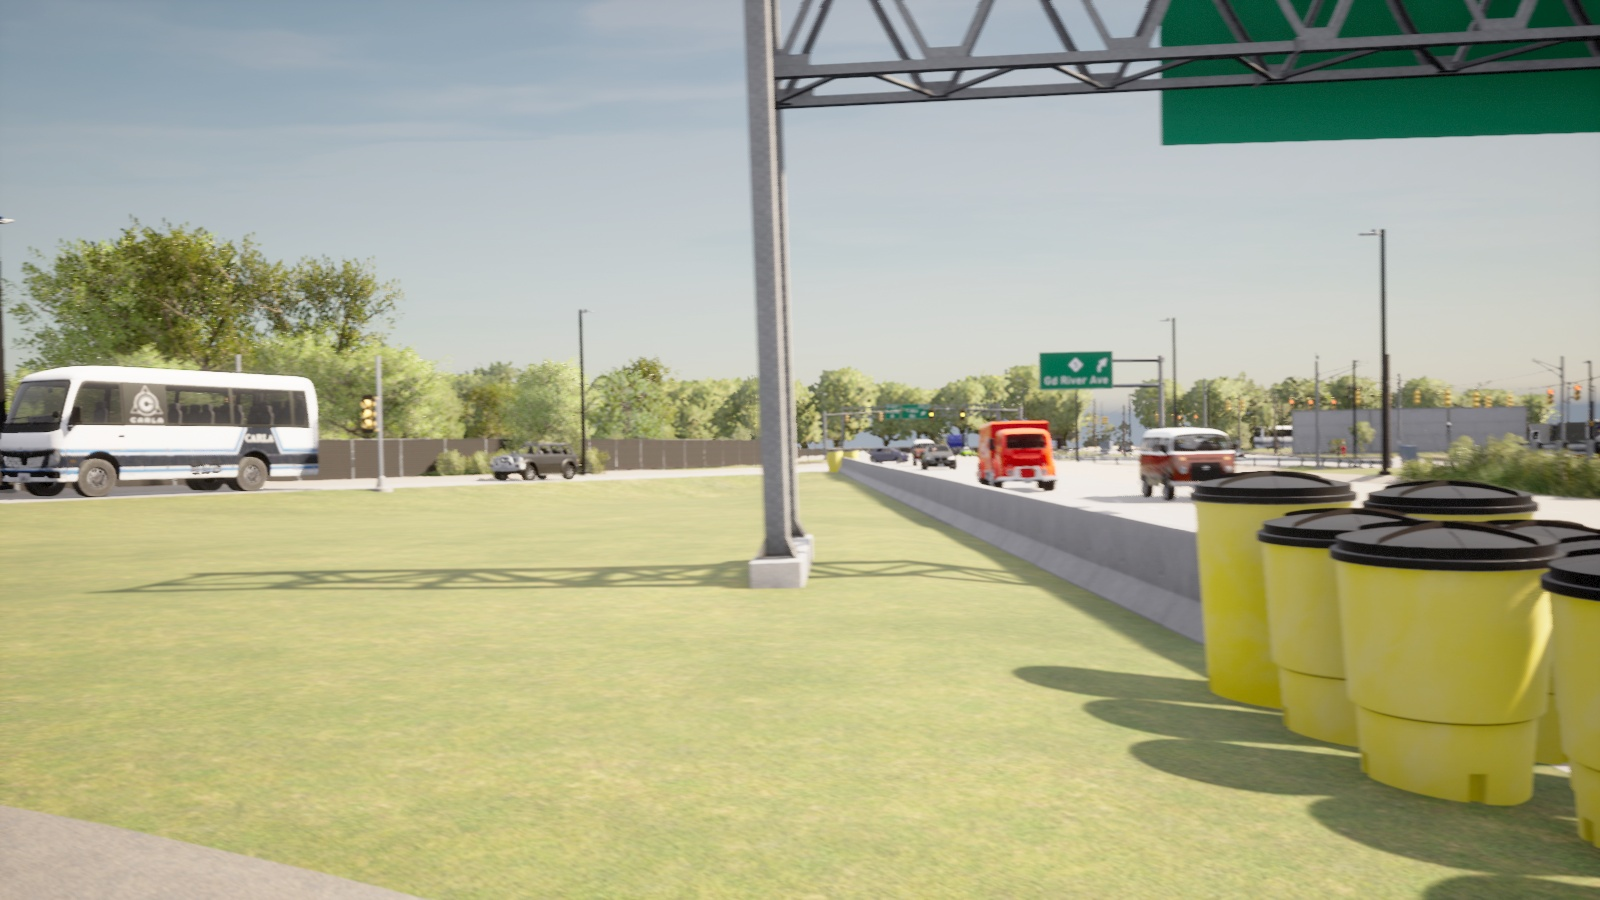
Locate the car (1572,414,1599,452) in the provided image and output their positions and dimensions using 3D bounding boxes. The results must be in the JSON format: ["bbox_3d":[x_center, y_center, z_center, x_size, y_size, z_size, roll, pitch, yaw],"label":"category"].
[{"bbox_3d":[34.925,-0.699,53.393,5.366,1.575,1.801,0,0,-38],"label":"car"}]

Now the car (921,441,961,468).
[{"bbox_3d":[9.373,0.282,83.749,2.242,1.667,4.611,-2,0,2],"label":"car"}]

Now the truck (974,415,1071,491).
[{"bbox_3d":[7.877,0.095,45.006,2.627,2.467,5.204,-2,0,2],"label":"truck"}]

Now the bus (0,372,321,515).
[{"bbox_3d":[-21.900,-0.213,42.728,3.944,4.253,10.273,-1,0,29],"label":"bus"}]

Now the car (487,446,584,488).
[{"bbox_3d":[-12.473,0.771,59.604,1.932,1.855,4.605,-1,0,29],"label":"car"}]

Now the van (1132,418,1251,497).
[{"bbox_3d":[11.030,0.200,35.741,2.069,2.038,4.480,-2,0,2],"label":"van"}]
